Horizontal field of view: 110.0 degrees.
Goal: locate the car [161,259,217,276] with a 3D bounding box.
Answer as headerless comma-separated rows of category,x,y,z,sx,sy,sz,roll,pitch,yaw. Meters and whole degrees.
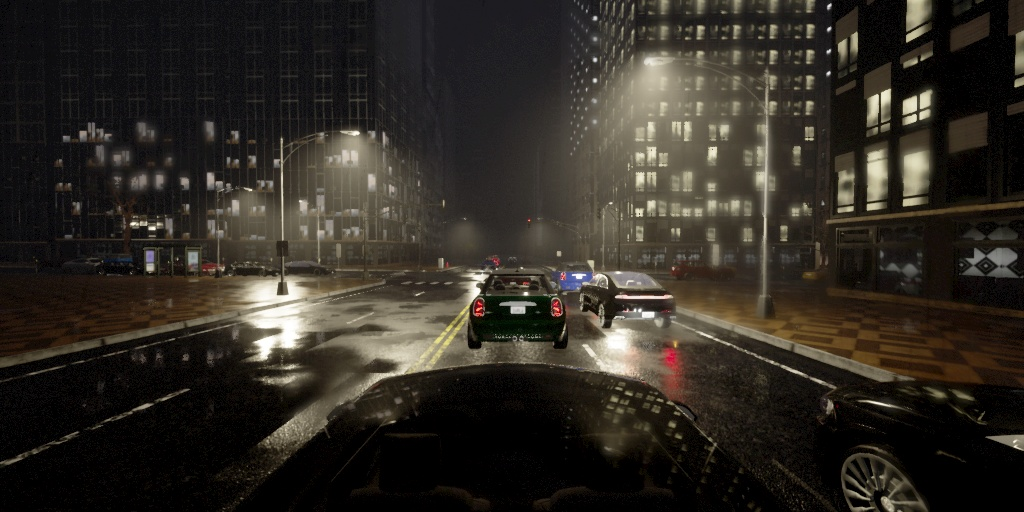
car,-28.372,1.138,31.494,4.207,1.307,1.802,0,0,1

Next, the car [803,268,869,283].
car,27.684,1.579,30.555,4.829,1.417,1.751,0,0,1

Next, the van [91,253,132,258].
van,-45.231,0.605,40.353,3.998,1.789,1.690,0,0,1

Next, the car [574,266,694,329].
car,3.364,1.237,11.280,2.128,1.511,4.902,0,0,0

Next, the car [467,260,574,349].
car,0.111,1.099,9.306,2.097,1.767,4.553,0,0,0

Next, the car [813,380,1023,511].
car,3.344,1.242,0.888,2.128,1.511,4.902,0,0,0

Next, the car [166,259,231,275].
car,-29.879,1.024,34.216,4.674,1.442,1.812,1,1,1

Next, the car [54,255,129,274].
car,-40.327,0.929,34.453,4.674,1.442,1.812,0,1,2

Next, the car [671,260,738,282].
car,16.236,1.269,30.769,5.009,1.841,2.192,0,0,1

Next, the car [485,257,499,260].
car,-3.275,1.241,50.808,1.812,1.442,4.674,0,0,0

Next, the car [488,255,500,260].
car,-3.244,0.925,61.032,2.150,2.045,5.566,0,0,0

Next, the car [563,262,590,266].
car,3.377,1.092,20.122,2.097,1.767,4.553,0,0,0

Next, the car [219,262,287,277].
car,-22.689,1.173,31.353,4.313,1.339,1.948,0,0,1

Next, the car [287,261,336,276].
car,-19.660,1.139,33.980,5.357,1.411,2.033,0,1,0

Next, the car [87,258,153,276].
car,-34.053,1.069,31.676,4.313,1.339,1.948,0,0,1
